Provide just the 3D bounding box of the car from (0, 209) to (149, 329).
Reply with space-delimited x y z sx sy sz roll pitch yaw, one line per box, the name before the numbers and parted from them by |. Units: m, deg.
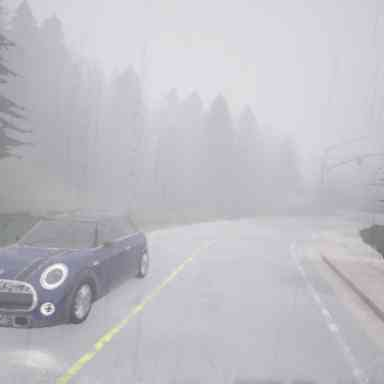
car | -2.510 1.274 7.096 2.097 1.767 4.553 2 0 11
